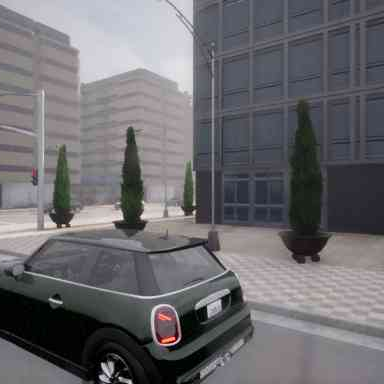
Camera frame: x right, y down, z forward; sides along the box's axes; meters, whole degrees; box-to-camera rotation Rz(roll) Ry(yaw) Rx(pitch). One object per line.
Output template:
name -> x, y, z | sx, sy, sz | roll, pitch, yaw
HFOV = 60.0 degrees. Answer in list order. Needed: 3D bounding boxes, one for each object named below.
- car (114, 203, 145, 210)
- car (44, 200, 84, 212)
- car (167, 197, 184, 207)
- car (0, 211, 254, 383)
car -> -8.198, 1.581, 44.321 | 1.812, 1.442, 4.674 | 0, 0, 35
car -> -14.093, 1.560, 35.981 | 1.837, 1.490, 4.892 | 0, 0, 35
car -> -2.250, 1.560, 52.741 | 1.837, 1.490, 4.892 | 0, 0, 35
car -> -1.472, 1.352, 5.043 | 4.553, 1.767, 2.097 | 0, 0, 35
